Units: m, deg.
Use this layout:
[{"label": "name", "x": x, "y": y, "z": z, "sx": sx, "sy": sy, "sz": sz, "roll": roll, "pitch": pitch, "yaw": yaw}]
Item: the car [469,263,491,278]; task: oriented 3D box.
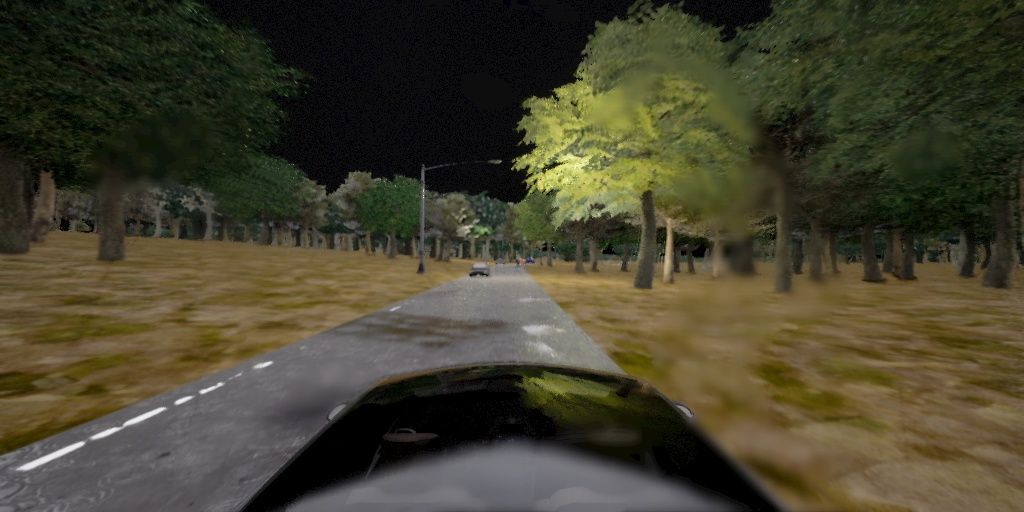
[{"label": "car", "x": -3.078, "y": 1.394, "z": 35.416, "sx": 2.033, "sy": 1.411, "sz": 5.357, "roll": 1, "pitch": 0, "yaw": 0}]
